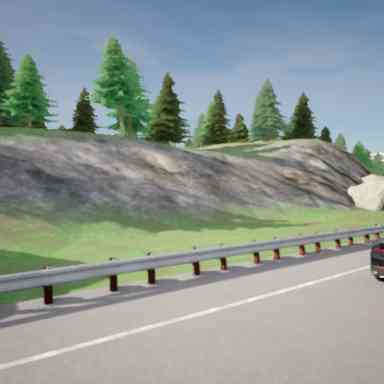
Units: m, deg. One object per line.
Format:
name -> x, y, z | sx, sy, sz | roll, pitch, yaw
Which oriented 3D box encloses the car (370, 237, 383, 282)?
car -> 6.420, 1.508, 8.606 | 4.892, 1.490, 1.837 | 0, 0, -38
